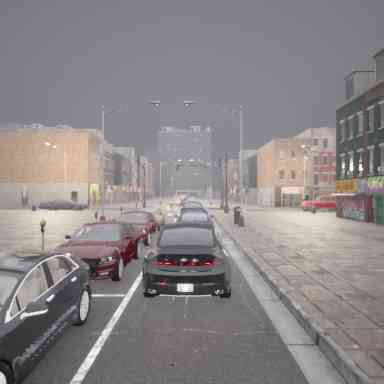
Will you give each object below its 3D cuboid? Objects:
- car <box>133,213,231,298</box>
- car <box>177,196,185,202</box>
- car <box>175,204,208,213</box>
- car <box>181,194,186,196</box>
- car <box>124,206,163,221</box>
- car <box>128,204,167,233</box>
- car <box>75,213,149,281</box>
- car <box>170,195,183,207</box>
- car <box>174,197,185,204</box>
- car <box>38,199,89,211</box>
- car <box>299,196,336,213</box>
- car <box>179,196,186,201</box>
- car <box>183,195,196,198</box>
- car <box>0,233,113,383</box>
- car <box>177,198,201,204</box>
[{"bbox_3d":[-0.067,1.509,8.524,1.837,1.490,4.892,0,0,1],"label":"car"},{"bbox_3d":[-2.546,1.708,79.866,1.752,1.417,4.829,0,0,0],"label":"car"},{"bbox_3d":[0.111,1.537,15.967,1.812,1.442,4.674,0,0,0],"label":"car"},{"bbox_3d":[-2.568,1.421,58.260,2.192,1.841,5.009,0,0,0],"label":"car"},{"bbox_3d":[-2.616,1.556,15.365,1.887,1.381,4.507,0,0,0],"label":"car"},{"bbox_3d":[-2.610,1.543,20.689,1.752,1.417,4.829,0,0,0],"label":"car"},{"bbox_3d":[-2.622,1.550,9.870,1.887,1.381,4.507,0,0,0],"label":"car"},{"bbox_3d":[-2.575,1.614,52.647,1.752,1.417,4.829,0,0,0],"label":"car"},{"bbox_3d":[-2.557,1.693,69.148,2.008,1.369,4.403,0,0,0],"label":"car"},{"bbox_3d":[-14.610,1.494,37.993,5.357,1.411,2.033,0,0,2],"label":"car"},{"bbox_3d":[16.116,1.484,41.038,5.566,2.045,2.150,1,0,-1],"label":"car"},{"bbox_3d":[-2.533,1.772,90.924,1.887,1.381,4.507,0,0,0],"label":"car"},{"bbox_3d":[0.003,1.603,49.113,1.812,1.442,4.674,-1,0,-3],"label":"car"},{"bbox_3d":[-2.628,1.553,4.377,2.008,1.369,4.403,0,0,0],"label":"car"},{"bbox_3d":[0.052,1.505,26.236,1.882,1.535,5.008,0,0,0],"label":"car"}]
